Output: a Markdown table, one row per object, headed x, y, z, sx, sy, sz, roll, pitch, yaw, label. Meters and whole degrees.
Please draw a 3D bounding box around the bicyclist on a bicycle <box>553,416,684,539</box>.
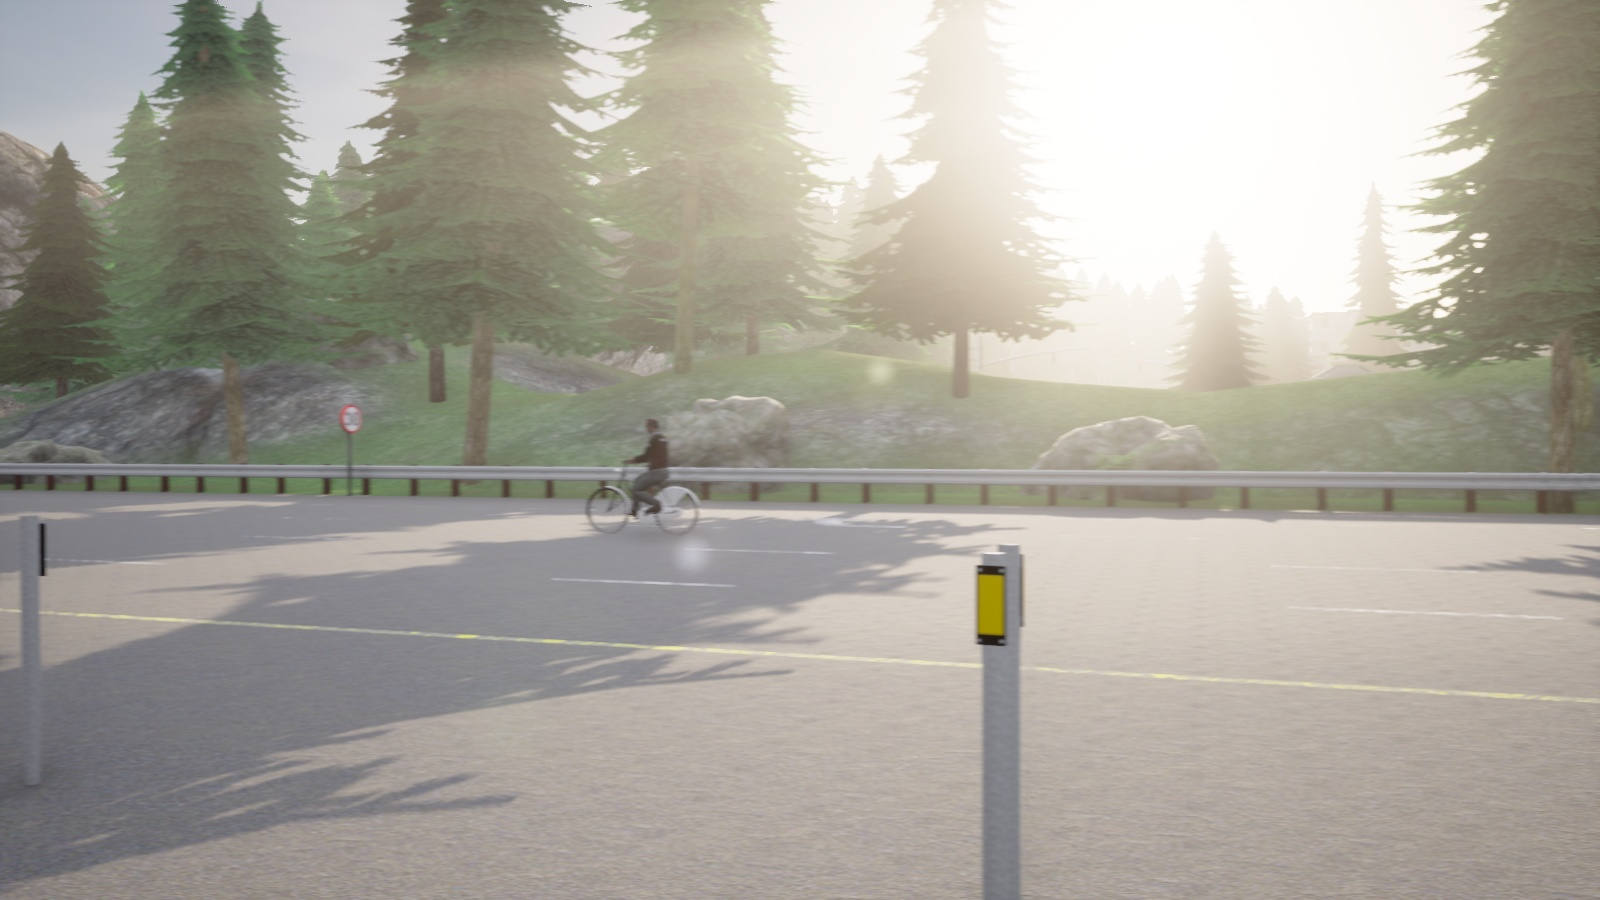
| x | y | z | sx | sy | sz | roll | pitch | yaw | label |
| --- | --- | --- | --- | --- | --- | --- | --- | --- | --- |
| -2.727 | 0.384 | 18.879 | 1.843 | 1.776 | 0.659 | 1 | 1 | 19 | bicyclist on a bicycle |
